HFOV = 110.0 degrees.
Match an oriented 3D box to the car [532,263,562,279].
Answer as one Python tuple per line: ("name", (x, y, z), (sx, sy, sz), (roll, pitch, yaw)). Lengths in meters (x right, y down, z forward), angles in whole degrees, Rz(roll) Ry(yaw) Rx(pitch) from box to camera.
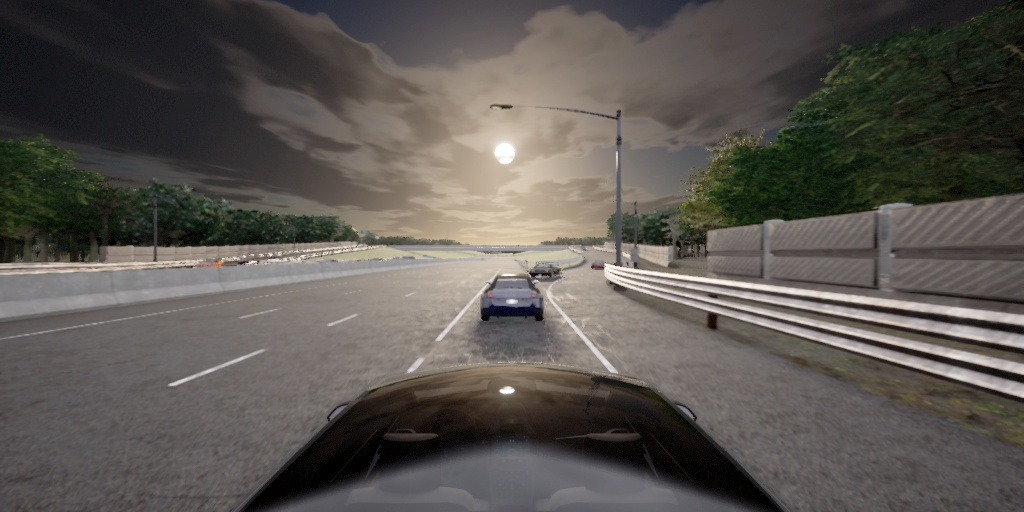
("car", (3.197, 1.329, 32.890), (1.895, 1.301, 4.718), (0, 0, 21))

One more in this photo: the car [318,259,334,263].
("car", (-28.023, 1.205, 54.607), (1.882, 1.535, 5.008), (0, 0, 1))

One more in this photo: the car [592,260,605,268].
("car", (14.581, 1.312, 60.060), (1.994, 1.385, 4.181), (0, 1, 20))

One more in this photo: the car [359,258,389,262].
("car", (-21.036, 1.081, 54.769), (2.097, 1.767, 4.553), (0, 0, 1))

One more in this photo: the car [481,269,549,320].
("car", (0.017, 1.311, 12.561), (1.994, 1.385, 4.181), (0, 0, 0))

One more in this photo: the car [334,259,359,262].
("car", (-24.530, 1.206, 54.640), (1.882, 1.535, 5.008), (0, 0, 1))
